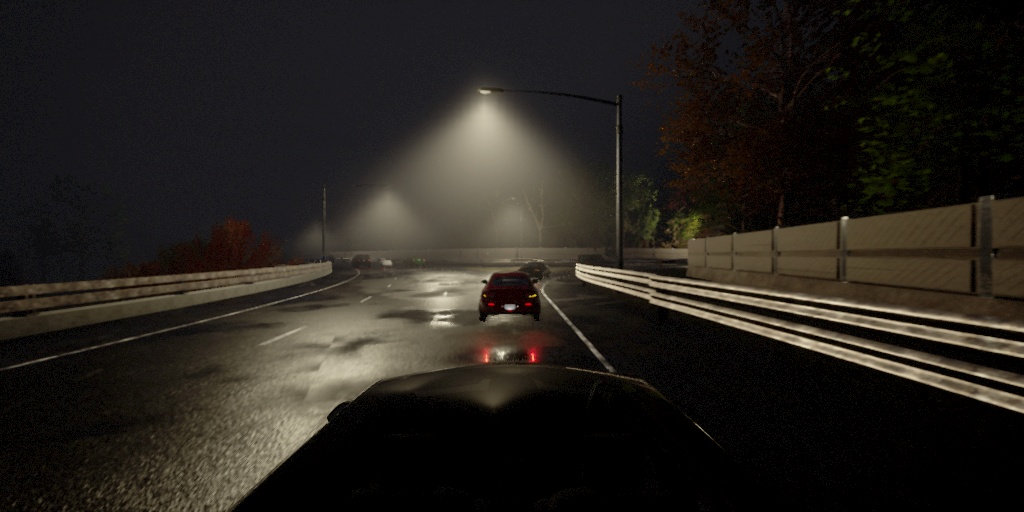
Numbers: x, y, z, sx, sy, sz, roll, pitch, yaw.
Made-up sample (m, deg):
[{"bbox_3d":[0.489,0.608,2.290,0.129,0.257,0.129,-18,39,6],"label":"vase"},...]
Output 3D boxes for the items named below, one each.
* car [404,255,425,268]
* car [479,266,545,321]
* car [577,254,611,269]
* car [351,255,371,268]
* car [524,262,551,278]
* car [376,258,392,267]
[{"bbox_3d":[-15.303,0.792,56.199,2.150,2.045,5.566,0,0,-30],"label":"car"},{"bbox_3d":[-0.070,1.236,12.213,1.812,1.442,4.674,0,0,0],"label":"car"},{"bbox_3d":[9.985,0.796,43.676,2.150,2.045,5.566,0,0,42],"label":"car"},{"bbox_3d":[-24.017,0.804,57.049,2.150,2.045,5.566,0,0,-32],"label":"car"},{"bbox_3d":[1.891,1.169,29.124,1.812,1.442,4.674,0,0,18],"label":"car"},{"bbox_3d":[-20.834,1.097,58.476,1.812,1.442,4.674,0,0,-32],"label":"car"}]
